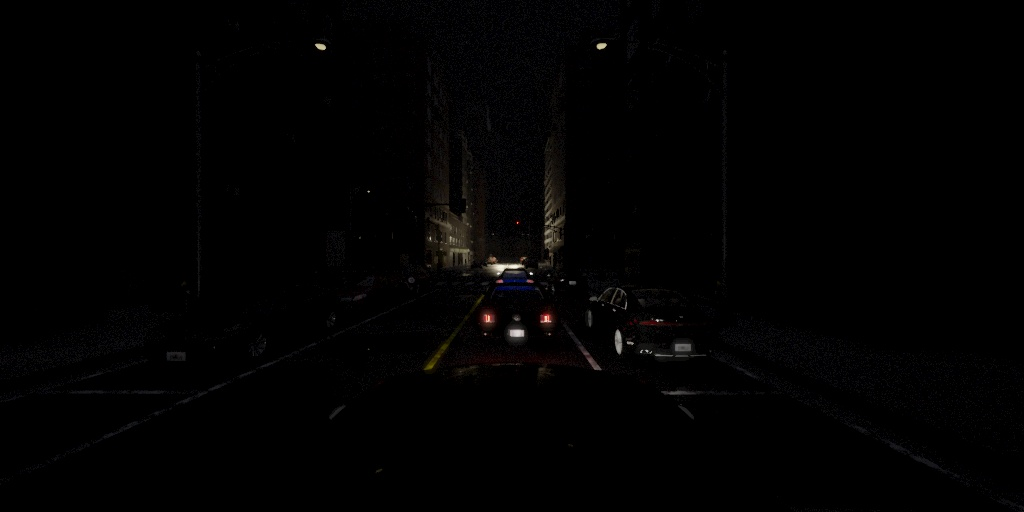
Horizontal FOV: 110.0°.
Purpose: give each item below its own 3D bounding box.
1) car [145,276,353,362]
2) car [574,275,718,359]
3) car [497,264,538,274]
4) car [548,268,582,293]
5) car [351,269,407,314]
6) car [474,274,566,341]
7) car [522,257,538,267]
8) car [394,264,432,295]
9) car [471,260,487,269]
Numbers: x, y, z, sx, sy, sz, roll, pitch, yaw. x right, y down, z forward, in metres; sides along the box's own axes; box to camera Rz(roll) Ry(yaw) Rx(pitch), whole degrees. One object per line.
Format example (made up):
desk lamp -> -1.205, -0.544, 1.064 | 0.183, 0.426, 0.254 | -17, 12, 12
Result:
car -> -5.649, 1.316, 8.218 | 1.948, 1.339, 4.313 | 0, 0, 0
car -> 2.876, 1.300, 8.192 | 2.007, 1.370, 4.403 | 0, 0, 0
car -> 0.148, 1.315, 18.576 | 1.994, 1.385, 4.181 | 0, 0, 1
car -> 2.909, 1.317, 19.194 | 1.948, 1.339, 4.313 | 0, 0, 0
car -> -5.633, 1.332, 13.719 | 1.802, 1.307, 4.207 | 0, 0, 0
car -> 0.120, 1.351, 9.816 | 1.895, 1.301, 4.718 | 0, 0, 0
car -> 3.057, 1.226, 56.283 | 1.967, 1.591, 4.097 | 0, 0, 0
car -> -5.616, 1.191, 19.220 | 1.967, 1.591, 4.097 | 0, 0, 0
car -> -5.468, 1.368, 56.322 | 1.802, 1.307, 4.207 | 0, 0, 0
